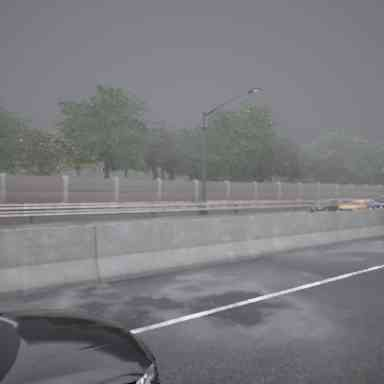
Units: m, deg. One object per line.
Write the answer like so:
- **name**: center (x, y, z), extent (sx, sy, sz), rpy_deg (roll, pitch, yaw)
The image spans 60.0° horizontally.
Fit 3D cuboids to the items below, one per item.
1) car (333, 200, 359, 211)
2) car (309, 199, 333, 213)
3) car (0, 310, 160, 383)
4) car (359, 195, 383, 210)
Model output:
- **car**: center (16.455, 1.564, 32.929), extent (5.008, 1.535, 1.882), rpy_deg (0, 0, -35)
- **car**: center (14.663, 1.592, 35.951), extent (4.892, 1.490, 1.837), rpy_deg (0, 0, -35)
- **car**: center (-2.490, 1.491, 1.969), extent (4.902, 1.511, 2.128), rpy_deg (0, 0, -35)
- **car**: center (17.495, 1.303, 29.373), extent (5.566, 2.045, 2.150), rpy_deg (0, 0, -36)
